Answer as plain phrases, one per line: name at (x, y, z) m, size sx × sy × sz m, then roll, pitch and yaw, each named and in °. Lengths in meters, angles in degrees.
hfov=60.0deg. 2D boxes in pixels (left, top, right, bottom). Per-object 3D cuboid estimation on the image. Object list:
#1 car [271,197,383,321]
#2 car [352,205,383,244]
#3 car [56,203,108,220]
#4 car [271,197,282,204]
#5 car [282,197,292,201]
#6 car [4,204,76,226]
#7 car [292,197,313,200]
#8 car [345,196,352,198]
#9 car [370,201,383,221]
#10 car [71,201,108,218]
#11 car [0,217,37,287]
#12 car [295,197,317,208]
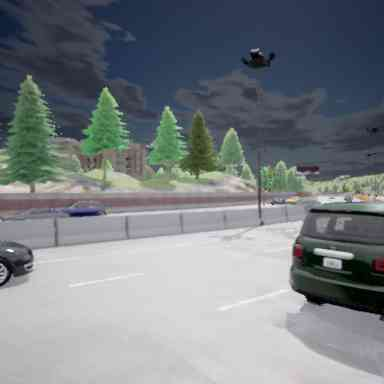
car at (4.346, 1.226, 7.017) m, size 5.566 × 2.045 × 2.150 m, roll 0°, pitch 0°, yaw -39°
car at (9.989, 1.484, 16.553) m, size 5.008 × 1.535 × 1.882 m, roll 0°, pitch 0°, yaw -41°
car at (-10.390, 1.772, 31.525) m, size 4.181 × 1.385 × 1.994 m, roll 0°, pitch 0°, yaw -40°
car at (16.090, 1.684, 61.438) m, size 1.812 × 1.442 × 4.674 m, roll 0°, pitch 0°, yaw 34°
car at (17.928, 1.609, 57.869) m, size 1.882 × 1.535 × 5.008 m, roll 0°, pitch 0°, yaw 34°
car at (-10.460, 1.734, 22.516) m, size 4.181 × 1.385 × 1.994 m, roll 0°, pitch 0°, yaw -38°
car at (14.827, 1.588, 42.077) m, size 1.837 × 1.490 × 4.892 m, roll 0°, pitch 0°, yaw 40°
car at (33.831, 1.581, 71.792) m, size 1.837 × 1.490 × 4.892 m, roll 0°, pitch 0°, yaw 25°
car at (16.952, 1.557, 28.120) m, size 2.033 × 1.411 × 5.357 m, roll -1°, pitch 0°, yaw 42°
car at (-9.457, 1.538, 27.769) m, size 4.553 × 1.767 × 2.097 m, roll 0°, pitch 0°, yaw -40°
car at (-6.411, 1.586, 7.815) m, size 4.892 × 1.490 × 1.837 m, roll -1°, pitch 0°, yaw -35°
car at (17.694, 1.610, 51.468) m, size 1.837 × 1.490 × 4.892 m, roll 0°, pitch 0°, yaw 36°
